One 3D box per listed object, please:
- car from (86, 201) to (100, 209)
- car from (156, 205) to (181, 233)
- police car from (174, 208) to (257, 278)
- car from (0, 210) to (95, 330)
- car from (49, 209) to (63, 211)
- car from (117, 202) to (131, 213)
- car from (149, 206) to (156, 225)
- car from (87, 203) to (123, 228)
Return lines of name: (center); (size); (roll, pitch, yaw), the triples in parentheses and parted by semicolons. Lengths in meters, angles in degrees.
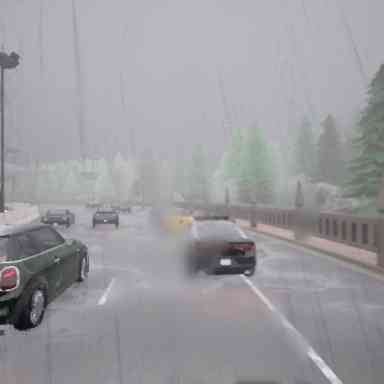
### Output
car: (-17.874, 2.339, 60.609); (1.882, 1.535, 5.008); (0, -1, -34)
car: (-0.999, 1.734, 21.704); (1.801, 1.575, 5.366); (0, -1, -11)
police car: (0.595, 1.559, 10.775); (1.930, 1.638, 5.238); (0, -1, -5)
car: (-3.777, 1.466, 7.248); (2.097, 1.767, 4.553); (0, -1, -3)
car: (-10.112, 1.979, 25.448); (1.895, 1.301, 4.718); (0, -1, -14)
car: (-9.726, 2.121, 45.777); (2.128, 1.511, 4.902); (0, -1, -25)
car: (-2.416, 1.843, 27.935); (1.882, 1.535, 5.008); (0, -1, -14)
car: (-6.644, 1.853, 25.761); (2.128, 1.511, 4.902); (0, -1, -13)
